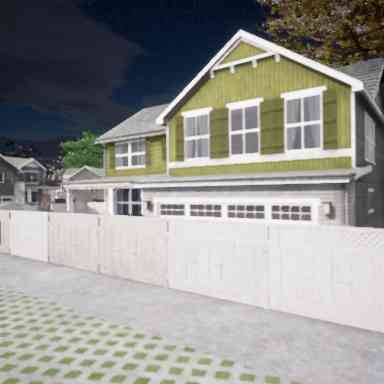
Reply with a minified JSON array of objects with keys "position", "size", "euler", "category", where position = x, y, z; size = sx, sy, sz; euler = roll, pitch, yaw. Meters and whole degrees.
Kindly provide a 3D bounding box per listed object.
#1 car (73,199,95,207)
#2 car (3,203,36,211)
[{"position":[-13.555,1.674,40.710],"size":[2.097,1.767,4.553],"euler":[-1,-1,20],"category":"car"},{"position":[-16.797,1.766,31.028],"size":[1.837,1.490,4.892],"euler":[-1,-1,18],"category":"car"}]
